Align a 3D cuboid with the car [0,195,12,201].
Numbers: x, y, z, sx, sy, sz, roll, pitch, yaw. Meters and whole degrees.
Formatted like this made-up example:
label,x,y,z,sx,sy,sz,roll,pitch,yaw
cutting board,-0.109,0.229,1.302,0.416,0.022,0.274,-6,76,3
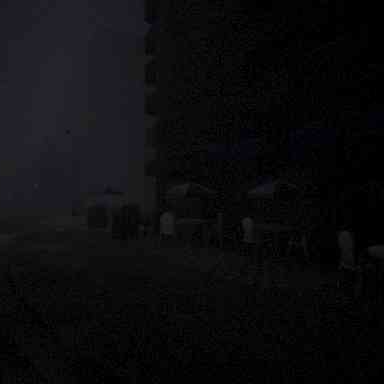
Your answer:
label,x,y,z,sx,sy,sz,roll,pitch,yaw
car,-44.606,1.436,80.502,1.882,1.535,5.008,0,0,-9
